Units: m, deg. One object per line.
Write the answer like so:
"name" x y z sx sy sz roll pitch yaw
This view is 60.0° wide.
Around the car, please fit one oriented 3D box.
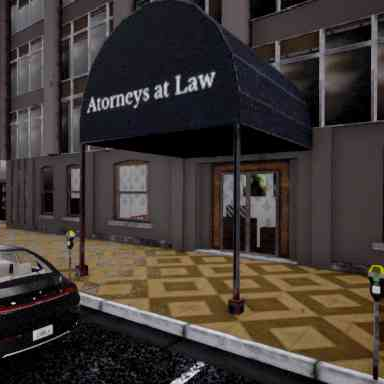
"car" -3.666 1.550 5.498 4.403 1.369 2.008 0 0 36
